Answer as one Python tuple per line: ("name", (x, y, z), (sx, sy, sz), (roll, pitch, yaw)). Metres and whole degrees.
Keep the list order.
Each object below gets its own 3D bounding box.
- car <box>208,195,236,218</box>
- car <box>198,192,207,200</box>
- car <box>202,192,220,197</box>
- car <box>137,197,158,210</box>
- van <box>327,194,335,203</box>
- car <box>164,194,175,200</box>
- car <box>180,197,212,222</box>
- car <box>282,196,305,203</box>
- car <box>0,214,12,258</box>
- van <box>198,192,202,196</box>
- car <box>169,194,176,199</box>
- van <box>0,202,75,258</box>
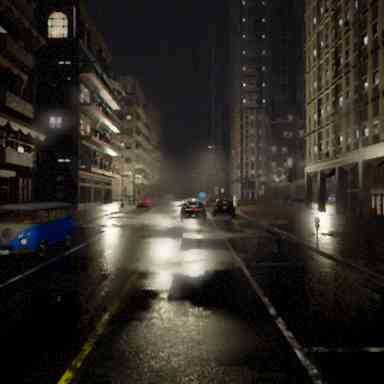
("car", (2.682, 1.320, 29.139), (1.967, 1.590, 4.097), (1, 0, 0))
("car", (2.736, 1.033, 89.782), (2.192, 1.841, 5.009), (1, 0, 0))
("car", (2.688, 1.155, 40.537), (2.192, 1.841, 5.009), (1, 0, 0))
("car", (-5.664, 1.422, 40.653), (1.802, 1.307, 4.206), (1, 0, 0))
("van", (29.188, 1.372, 66.276), (3.998, 1.788, 1.690), (0, -1, 0))
("car", (-5.649, 1.178, 78.741), (1.967, 1.590, 4.097), (1, 0, 0))
("car", (0.108, 1.387, 24.881), (2.128, 1.511, 4.902), (0, 0, 0))
("car", (17.942, 1.379, 57.897), (4.403, 1.369, 2.008), (0, -1, 0))
("car", (-5.672, 1.412, 6.468), (1.967, 1.590, 4.097), (1, 0, 0))
("van", (2.734, 1.068, 84.260), (1.690, 1.788, 3.998), (1, 0, 0))
("car", (-5.646, 1.292, 95.309), (1.802, 1.307, 4.206), (1, 0, 0))
("van", (-5.668, 1.289, 12.166), (1.690, 1.788, 3.998), (1, 0, 0))
